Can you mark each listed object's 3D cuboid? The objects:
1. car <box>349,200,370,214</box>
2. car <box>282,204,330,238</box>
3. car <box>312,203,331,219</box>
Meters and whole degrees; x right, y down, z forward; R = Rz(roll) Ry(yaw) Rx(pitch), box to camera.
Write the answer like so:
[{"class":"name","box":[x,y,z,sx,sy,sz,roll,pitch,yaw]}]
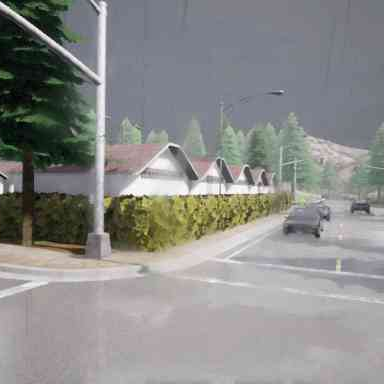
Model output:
[{"class":"car","box":[19.257,1.658,38.231,1.837,1.490,4.892,1,0,23]},{"class":"car","box":[6.433,1.620,18.883,2.033,1.411,5.357,1,0,25]},{"class":"car","box":[10.566,1.643,27.898,1.994,1.385,4.181,1,0,25]}]
